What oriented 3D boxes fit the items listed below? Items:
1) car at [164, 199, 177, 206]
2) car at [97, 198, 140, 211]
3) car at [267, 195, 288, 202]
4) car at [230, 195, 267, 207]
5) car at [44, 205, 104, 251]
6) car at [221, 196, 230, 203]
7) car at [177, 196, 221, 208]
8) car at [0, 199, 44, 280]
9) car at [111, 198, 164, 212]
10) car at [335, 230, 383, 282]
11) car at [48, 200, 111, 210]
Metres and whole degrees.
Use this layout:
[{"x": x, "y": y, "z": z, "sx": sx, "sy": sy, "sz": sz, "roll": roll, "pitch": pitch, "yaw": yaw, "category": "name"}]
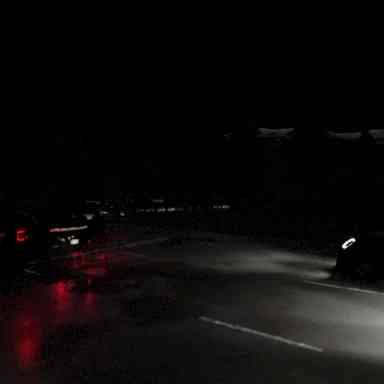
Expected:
[{"x": -1.736, "y": 1.276, "z": 45.376, "sx": 5.008, "sy": 1.535, "sz": 1.882, "roll": 0, "pitch": 0, "yaw": -41, "category": "car"}, {"x": -8.491, "y": 1.387, "z": 38.844, "sx": 1.895, "sy": 1.301, "sz": 4.718, "roll": 1, "pitch": 0, "yaw": 43, "category": "car"}, {"x": 13.349, "y": 1.348, "z": 56.062, "sx": 4.892, "sy": 1.490, "sz": 1.837, "roll": 0, "pitch": 0, "yaw": -29, "category": "car"}, {"x": 8.309, "y": 1.372, "z": 48.793, "sx": 4.674, "sy": 1.442, "sz": 1.812, "roll": 0, "pitch": 0, "yaw": -35, "category": "car"}, {"x": -5.874, "y": 1.422, "z": 12.466, "sx": 4.902, "sy": 1.511, "sz": 2.128, "roll": 1, "pitch": 0, "yaw": 35, "category": "car"}, {"x": 5.792, "y": 1.296, "z": 51.279, "sx": 5.008, "sy": 1.535, "sz": 1.882, "roll": 0, "pitch": 0, "yaw": -35, "category": "car"}, {"x": 0.980, "y": 1.318, "z": 43.129, "sx": 4.902, "sy": 1.511, "sz": 2.128, "roll": 0, "pitch": 0, "yaw": -40, "category": "car"}, {"x": -6.446, "y": 1.163, "z": 8.577, "sx": 5.566, "sy": 2.045, "sz": 2.150, "roll": 0, "pitch": 0, "yaw": 36, "category": "car"}, {"x": -6.006, "y": 1.361, "z": 36.463, "sx": 2.033, "sy": 1.411, "sz": 5.357, "roll": 1, "pitch": 0, "yaw": 41, "category": "car"}, {"x": 6.075, "y": 1.352, "z": 8.245, "sx": 4.553, "sy": 1.767, "sz": 2.097, "roll": 0, "pitch": 0, "yaw": 36, "category": "car"}, {"x": -6.705, "y": 1.257, "z": 17.356, "sx": 4.553, "sy": 1.767, "sz": 2.097, "roll": 1, "pitch": 0, "yaw": 35, "category": "car"}]
